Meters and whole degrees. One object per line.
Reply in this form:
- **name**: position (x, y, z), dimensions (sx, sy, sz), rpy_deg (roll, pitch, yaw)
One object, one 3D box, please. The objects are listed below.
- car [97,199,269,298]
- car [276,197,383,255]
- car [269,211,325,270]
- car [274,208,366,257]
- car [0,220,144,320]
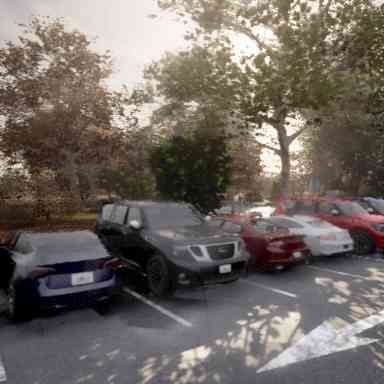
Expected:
- **car**: position (-0.912, 1.237, 9.125), dimensions (2.435, 2.045, 5.566), rpy_deg (0, 0, -36)
- **car**: position (5.889, 1.266, 13.980), dimensions (2.435, 2.045, 5.566), rpy_deg (0, 0, -36)
- **car**: position (1.342, 1.497, 10.763), dimensions (2.097, 1.535, 5.008), rpy_deg (0, 0, -36)
- **car**: position (3.506, 1.545, 12.311), dimensions (2.002, 1.452, 4.674), rpy_deg (0, 0, -36)
- **car**: position (-3.210, 1.512, 7.554), dimensions (2.163, 1.488, 4.792), rpy_deg (0, 0, -36)
